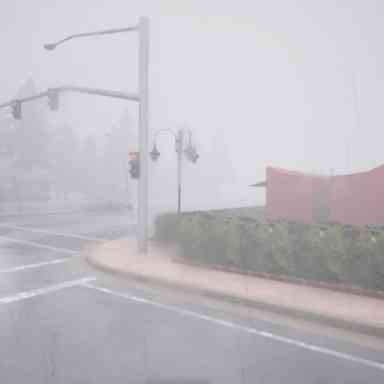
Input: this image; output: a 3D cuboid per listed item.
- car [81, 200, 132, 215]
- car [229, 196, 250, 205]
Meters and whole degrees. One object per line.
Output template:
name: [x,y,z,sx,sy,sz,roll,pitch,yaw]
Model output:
car: [-7.930,1.378,31.000,1.895,1.301,4.718,1,0,36]
car: [7.538,1.292,52.349,1.812,1.442,4.674,1,1,36]
